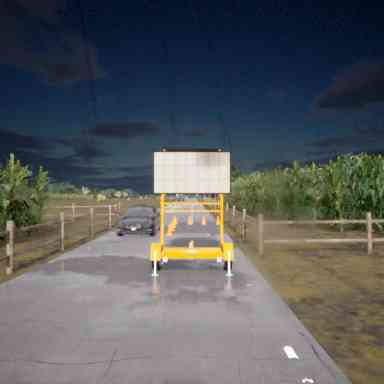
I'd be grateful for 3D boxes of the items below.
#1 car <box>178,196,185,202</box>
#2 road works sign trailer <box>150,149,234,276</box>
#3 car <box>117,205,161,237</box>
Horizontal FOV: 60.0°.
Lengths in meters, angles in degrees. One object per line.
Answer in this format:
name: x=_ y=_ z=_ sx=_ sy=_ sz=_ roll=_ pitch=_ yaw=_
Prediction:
car: x=-2.742 y=1.804 z=85.831 sx=1.837 sy=1.490 sz=4.892 roll=0 pitch=-1 yaw=0
road works sign trailer: x=0.002 y=0.465 z=10.333 sx=2.380 sy=3.560 sz=2.880 roll=0 pitch=0 yaw=0
car: x=-2.749 y=1.510 z=18.044 sx=1.837 sy=1.490 sz=4.892 roll=0 pitch=0 yaw=0
